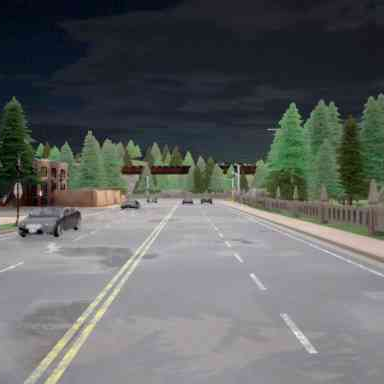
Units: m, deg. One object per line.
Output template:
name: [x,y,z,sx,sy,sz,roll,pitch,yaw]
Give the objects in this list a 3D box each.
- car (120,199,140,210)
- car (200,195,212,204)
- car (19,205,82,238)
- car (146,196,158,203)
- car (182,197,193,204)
car: [-7.700,1.570,41.925,1.994,1.385,4.181,0,0,-1]
car: [2.690,1.362,62.980,2.097,1.767,4.553,0,0,-1]
car: [-7.347,1.492,17.707,2.128,1.511,4.902,0,0,-1]
car: [-7.982,1.504,66.697,2.128,1.511,4.902,0,0,0]
car: [-0.820,1.574,63.584,1.994,1.385,4.181,0,0,-1]
